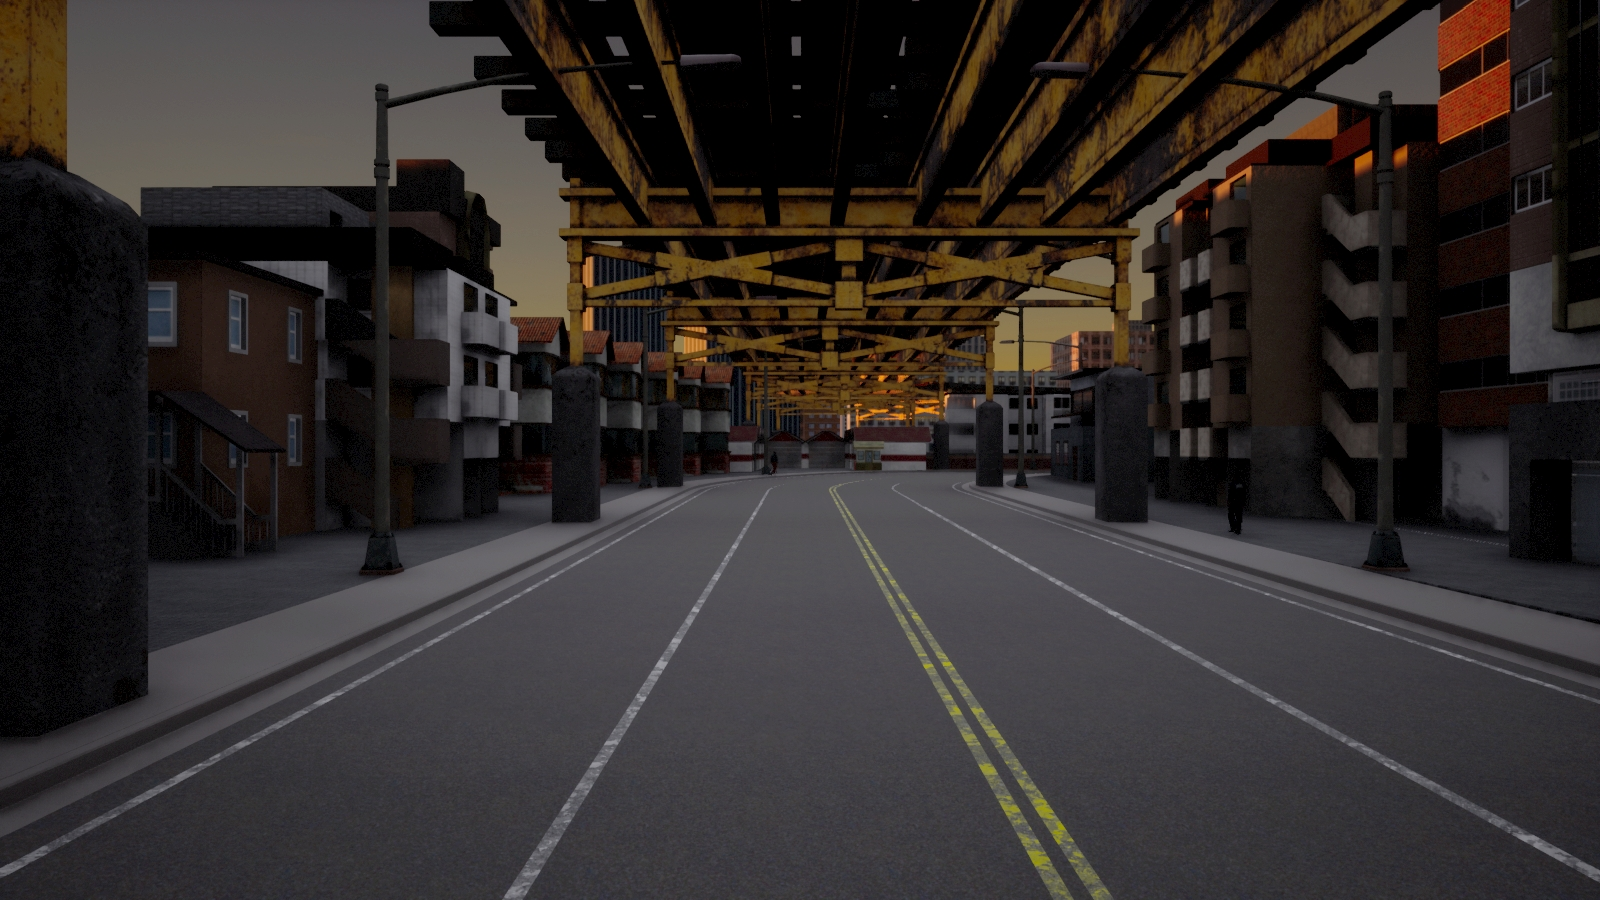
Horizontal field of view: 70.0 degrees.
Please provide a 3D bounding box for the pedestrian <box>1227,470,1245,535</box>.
[{"bbox_3d":[12.606,1.516,33.027,0.375,1.860,0.375,0,0,-6],"label":"pedestrian"}]
